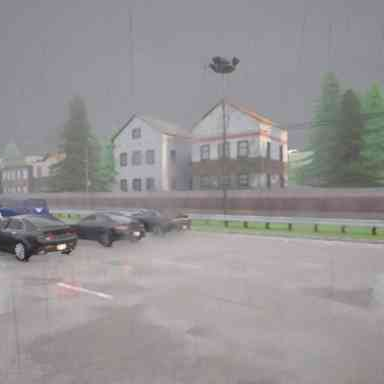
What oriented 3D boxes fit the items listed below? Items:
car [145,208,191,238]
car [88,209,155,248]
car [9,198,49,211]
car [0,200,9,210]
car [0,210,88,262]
[{"bbox_3d":[-2.328,1.631,18.483,4.902,1.511,2.128,-1,0,36],"label":"car"},{"bbox_3d":[-4.215,1.664,15.528,4.674,1.442,1.812,-1,-1,36],"label":"car"},{"bbox_3d":[-13.647,1.517,26.545,5.566,2.045,2.150,0,0,36],"label":"car"},{"bbox_3d":[-15.681,1.517,23.697,5.566,2.045,2.150,0,0,36],"label":"car"},{"bbox_3d":[-6.412,1.646,12.797,4.892,1.490,1.837,0,0,36],"label":"car"}]
